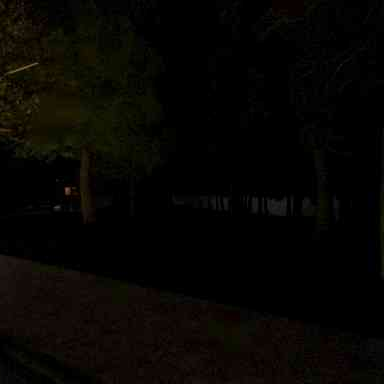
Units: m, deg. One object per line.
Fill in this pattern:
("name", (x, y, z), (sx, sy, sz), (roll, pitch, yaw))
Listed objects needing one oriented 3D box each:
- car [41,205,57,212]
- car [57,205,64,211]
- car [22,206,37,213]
("car", (-33.375, 3.882, 77.202), (1.837, 1.490, 4.892), (0, -2, -9))
("car", (-35.087, 4.234, 87.486), (2.128, 1.511, 4.902), (0, -2, -9))
("car", (-36.111, 3.818, 73.851), (2.033, 1.411, 5.357), (0, -2, -9))
